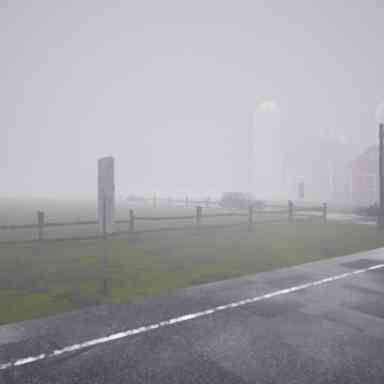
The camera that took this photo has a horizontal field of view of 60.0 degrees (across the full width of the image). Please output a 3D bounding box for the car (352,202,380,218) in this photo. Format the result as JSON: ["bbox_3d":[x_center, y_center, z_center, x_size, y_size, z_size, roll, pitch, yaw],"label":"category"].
[{"bbox_3d":[15.148,1.410,25.591,2.033,1.411,5.357,0,1,-24],"label":"car"}]

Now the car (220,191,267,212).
[{"bbox_3d":[5.306,0.979,34.935,2.150,2.045,5.566,-1,1,-36],"label":"car"}]

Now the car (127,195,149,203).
[{"bbox_3d":[-8.857,1.127,54.666,1.895,1.301,4.718,-1,1,-35],"label":"car"}]
